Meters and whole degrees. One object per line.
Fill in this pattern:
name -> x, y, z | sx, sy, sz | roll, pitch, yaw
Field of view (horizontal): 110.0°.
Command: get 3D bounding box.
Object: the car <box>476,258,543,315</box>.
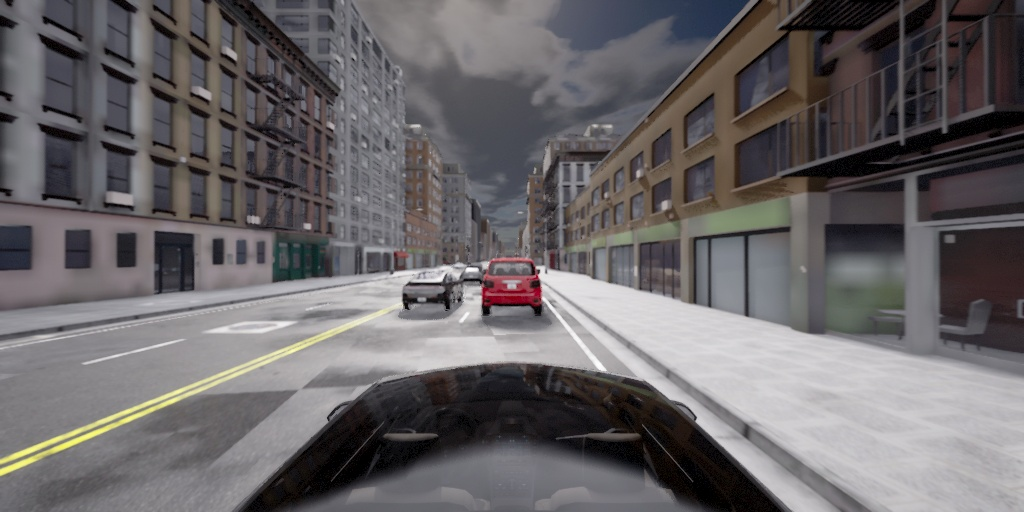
car -> 0.006, 1.100, 14.421 | 2.150, 2.045, 5.566 | 0, 0, 0

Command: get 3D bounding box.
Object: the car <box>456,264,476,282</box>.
car -> -3.234, 1.593, 30.370 | 1.994, 1.385, 4.181 | 0, 0, 0

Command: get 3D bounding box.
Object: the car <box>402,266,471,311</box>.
car -> -3.234, 1.377, 15.349 | 2.128, 1.511, 4.902 | 0, 0, 0
